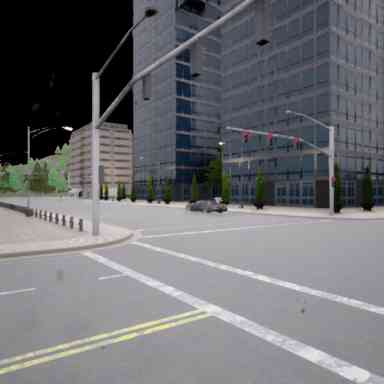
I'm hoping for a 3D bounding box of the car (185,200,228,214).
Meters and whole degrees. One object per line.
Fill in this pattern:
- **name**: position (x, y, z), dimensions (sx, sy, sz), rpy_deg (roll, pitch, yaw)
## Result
- **car**: position (1.409, 1.480, 34.024), dimensions (2.033, 1.411, 5.357), rpy_deg (0, 0, -33)
